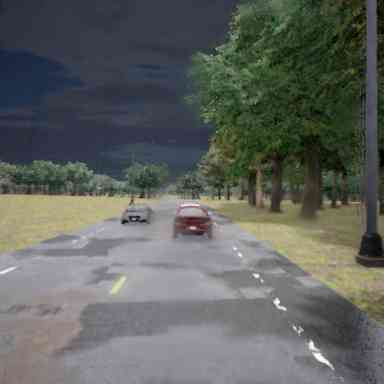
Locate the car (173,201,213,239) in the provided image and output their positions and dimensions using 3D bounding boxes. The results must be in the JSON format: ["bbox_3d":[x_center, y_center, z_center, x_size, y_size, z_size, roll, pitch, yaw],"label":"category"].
[{"bbox_3d":[0.020,1.470,17.471,1.882,1.535,5.008,0,0,0],"label":"car"}]

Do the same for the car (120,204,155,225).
[{"bbox_3d":[-3.732,1.547,23.477,1.994,1.385,4.181,0,0,-1],"label":"car"}]
